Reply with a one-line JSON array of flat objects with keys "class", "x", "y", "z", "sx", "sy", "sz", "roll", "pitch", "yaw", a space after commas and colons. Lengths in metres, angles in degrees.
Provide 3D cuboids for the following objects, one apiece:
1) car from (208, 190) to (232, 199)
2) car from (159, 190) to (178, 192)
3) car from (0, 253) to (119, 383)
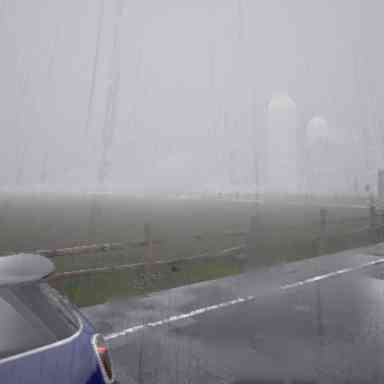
[{"class": "car", "x": 4.404, "y": 0.414, "z": 53.611, "sx": 1.812, "sy": 1.442, "sz": 4.674, "roll": -2, "pitch": 2, "yaw": -36}, {"class": "car", "x": -4.755, "y": -0.208, "z": 66.315, "sx": 2.033, "sy": 1.411, "sz": 5.357, "roll": -2, "pitch": 2, "yaw": -36}, {"class": "car", "x": -2.796, "y": 1.369, "z": 1.988, "sx": 4.553, "sy": 1.767, "sz": 2.097, "roll": -1, "pitch": 1, "yaw": -36}]
